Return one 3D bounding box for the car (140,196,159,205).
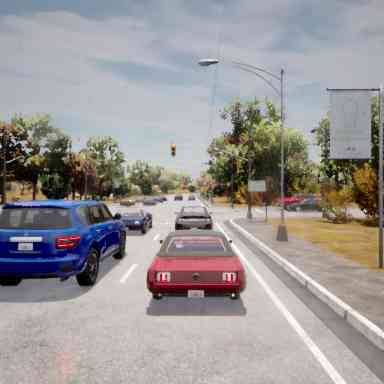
[{"bbox_3d":[-7.108,1.525,56.158,1.812,1.442,4.674,0,0,0],"label":"car"}]

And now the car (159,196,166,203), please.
[{"bbox_3d":[-7.036,1.477,68.353,1.882,1.535,5.008,0,0,0],"label":"car"}]

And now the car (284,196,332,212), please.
[{"bbox_3d":[13.378,1.505,37.899,4.892,1.490,1.837,0,0,3],"label":"car"}]

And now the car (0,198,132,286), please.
[{"bbox_3d":[-3.409,1.221,9.531,2.150,2.045,5.566,0,0,0],"label":"car"}]

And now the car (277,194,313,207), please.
[{"bbox_3d":[13.424,1.221,41.416,5.566,2.045,2.150,0,0,3],"label":"car"}]

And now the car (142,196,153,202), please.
[{"bbox_3d":[-10.537,1.552,79.210,1.994,1.385,4.181,0,0,0],"label":"car"}]

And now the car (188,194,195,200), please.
[{"bbox_3d":[-0.044,1.360,95.534,1.882,1.535,5.008,0,0,0],"label":"car"}]

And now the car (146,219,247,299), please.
[{"bbox_3d":[0.099,1.601,8.378,1.895,1.301,4.718,0,0,0],"label":"car"}]

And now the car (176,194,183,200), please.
[{"bbox_3d":[-3.544,1.382,95.533,1.837,1.490,4.892,0,0,0],"label":"car"}]

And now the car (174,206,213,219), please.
[{"bbox_3d":[0.092,1.491,17.649,2.128,1.511,4.902,0,0,0],"label":"car"}]

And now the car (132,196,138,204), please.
[{"bbox_3d":[-10.612,1.601,54.790,1.895,1.301,4.718,0,0,0],"label":"car"}]

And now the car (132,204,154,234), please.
[{"bbox_3d":[-3.409,1.601,19.285,1.895,1.301,4.718,0,0,0],"label":"car"}]

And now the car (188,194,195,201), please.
[{"bbox_3d":[-0.039,1.533,85.115,2.033,1.411,5.357,0,0,0],"label":"car"}]

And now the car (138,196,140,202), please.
[{"bbox_3d":[-10.535,1.525,68.154,1.812,1.442,4.674,0,0,0],"label":"car"}]

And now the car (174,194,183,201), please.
[{"bbox_3d":[-3.539,1.493,85.114,1.837,1.490,4.892,0,0,0],"label":"car"}]
